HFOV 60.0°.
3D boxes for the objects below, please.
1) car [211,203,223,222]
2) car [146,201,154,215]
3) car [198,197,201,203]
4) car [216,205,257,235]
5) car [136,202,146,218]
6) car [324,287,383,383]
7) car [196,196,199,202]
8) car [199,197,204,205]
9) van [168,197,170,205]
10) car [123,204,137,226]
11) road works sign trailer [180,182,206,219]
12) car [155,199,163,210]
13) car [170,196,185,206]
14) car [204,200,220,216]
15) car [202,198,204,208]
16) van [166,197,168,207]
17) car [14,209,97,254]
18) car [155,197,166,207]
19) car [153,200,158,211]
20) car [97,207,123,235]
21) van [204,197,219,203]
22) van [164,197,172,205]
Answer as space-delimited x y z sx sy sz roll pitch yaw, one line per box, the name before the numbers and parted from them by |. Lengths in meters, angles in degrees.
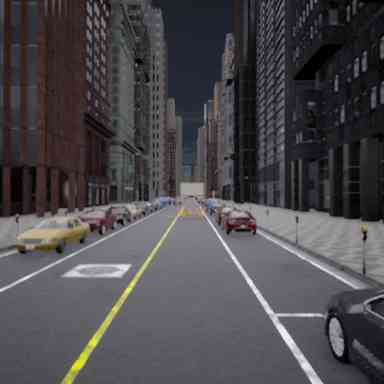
car | 2.755 1.790 25.724 1.887 1.381 4.507 0 -1 0
car | -5.773 1.921 36.976 1.947 1.339 4.313 0 -1 0
car | 2.742 2.251 70.811 1.887 1.381 4.507 0 -1 0
car | 2.756 1.736 20.088 1.887 1.381 4.507 0 -1 0
car | -5.772 1.824 31.170 1.752 1.417 4.829 0 -1 0
car | 2.760 1.582 3.181 2.008 1.369 4.403 0 -1 0
car | 2.739 2.144 82.085 2.192 1.841 5.009 0 -1 0
car | 2.745 2.138 59.540 2.008 1.369 4.403 0 -1 0
van | -5.782 1.988 65.160 1.690 1.788 3.998 0 -1 0
car | -5.770 1.811 25.704 1.947 1.339 4.313 0 -1 0
road works sign trailer | -0.008 0.774 32.391 2.380 3.560 2.880 0 -1 0
car | -5.777 2.035 48.249 1.947 1.339 4.313 0 -1 0
car | -3.018 2.206 71.003 1.837 1.490 4.892 0 -1 0
car | 2.751 1.906 36.995 2.008 1.369 4.403 0 -1 0
car | 2.748 2.020 48.268 2.008 1.369 4.403 0 -1 0
van | -5.780 1.928 59.524 1.690 1.788 3.998 0 -1 0
car | -5.767 1.661 14.262 1.752 1.417 4.829 0 -1 0
car | -5.778 1.968 53.887 1.967 1.590 4.097 0 -1 0
car | -5.775 1.994 42.613 1.802 1.307 4.206 0 -1 0
car | -5.769 1.736 20.068 1.887 1.381 4.507 0 -1 0
van | 2.750 1.753 42.634 1.690 1.788 3.998 0 -1 0
van | -5.786 2.170 82.068 1.690 1.788 3.998 0 -1 0
